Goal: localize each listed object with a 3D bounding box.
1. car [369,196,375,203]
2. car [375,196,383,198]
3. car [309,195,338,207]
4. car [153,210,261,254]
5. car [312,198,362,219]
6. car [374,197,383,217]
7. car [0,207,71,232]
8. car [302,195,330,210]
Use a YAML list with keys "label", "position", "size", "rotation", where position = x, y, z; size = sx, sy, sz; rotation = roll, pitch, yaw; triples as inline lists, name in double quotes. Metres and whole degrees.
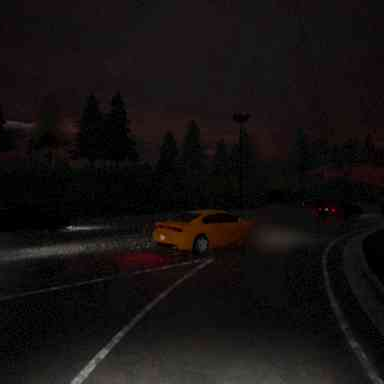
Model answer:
- label: "car"
  position: [35.321, 1.423, 63.293]
  size: [4.902, 1.511, 2.128]
  rotation: [0, 0, -42]
- label: "car"
  position: [33.704, 1.396, 57.038]
  size: [5.008, 1.535, 1.882]
  rotation: [-1, 0, -42]
- label: "car"
  position: [19.373, 1.282, 48.909]
  size: [4.553, 1.767, 2.097]
  rotation: [0, 0, -42]
- label: "car"
  position: [0.779, 1.459, 13.484]
  size: [5.008, 1.535, 1.882]
  rotation: [0, 0, -42]
- label: "car"
  position: [12.985, 1.506, 29.104]
  size: [5.357, 1.411, 2.033]
  rotation: [0, 0, -42]
- label: "car"
  position: [18.238, 1.450, 29.089]
  size: [4.902, 1.511, 2.128]
  rotation: [0, 0, -42]
- label: "car"
  position: [-9.598, 1.524, 18.289]
  size: [5.357, 1.411, 2.033]
  rotation: [0, 0, -42]
- label: "car"
  position: [15.194, 1.469, 40.476]
  size: [4.674, 1.442, 1.812]
  rotation: [0, 0, -42]
